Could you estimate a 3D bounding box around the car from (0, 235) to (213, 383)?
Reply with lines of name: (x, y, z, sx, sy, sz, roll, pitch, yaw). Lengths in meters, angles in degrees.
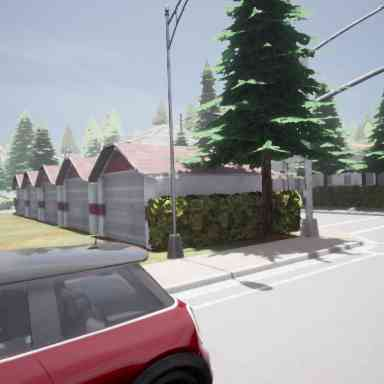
car: (-2.087, 1.353, 2.504, 4.553, 1.767, 2.097, -2, 1, -36)
